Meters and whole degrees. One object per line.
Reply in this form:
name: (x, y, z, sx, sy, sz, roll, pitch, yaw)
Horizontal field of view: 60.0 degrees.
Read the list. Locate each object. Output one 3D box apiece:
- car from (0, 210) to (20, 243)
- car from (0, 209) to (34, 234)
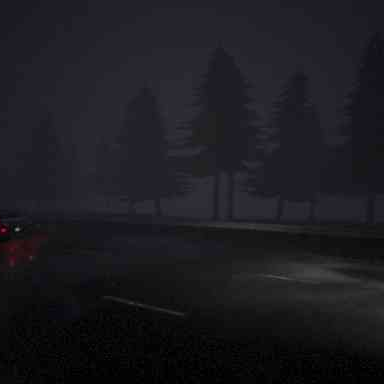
car: (-9.596, 1.506, 13.028, 5.357, 1.411, 2.033, 0, 0, 24)
car: (-10.613, 1.545, 17.228, 4.718, 1.301, 1.895, 0, 0, 23)
